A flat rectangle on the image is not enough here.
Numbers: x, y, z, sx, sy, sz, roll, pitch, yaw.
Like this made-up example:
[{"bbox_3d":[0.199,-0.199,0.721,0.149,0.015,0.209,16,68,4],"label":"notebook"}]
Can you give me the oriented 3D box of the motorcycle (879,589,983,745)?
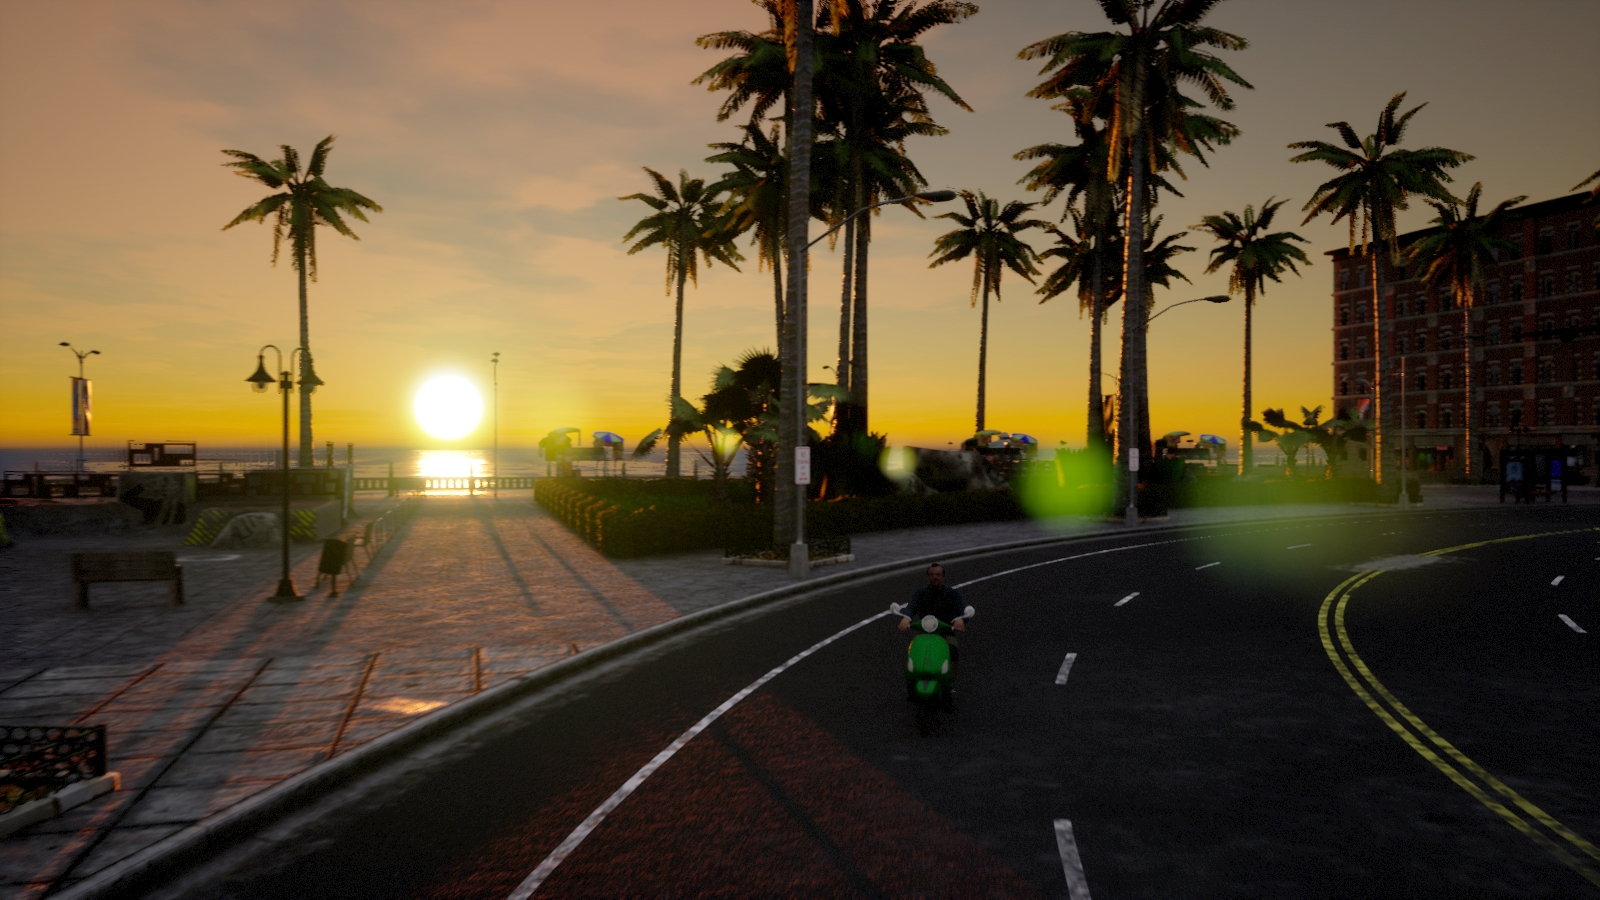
[{"bbox_3d":[1.392,2.183,11.831,0.856,1.236,1.805,0,0,13],"label":"motorcycle"}]
